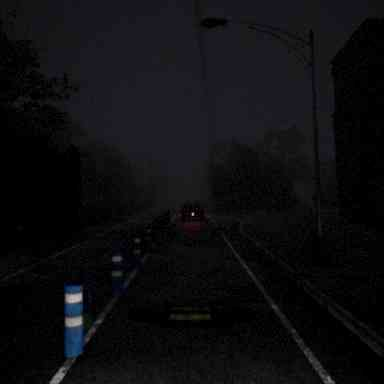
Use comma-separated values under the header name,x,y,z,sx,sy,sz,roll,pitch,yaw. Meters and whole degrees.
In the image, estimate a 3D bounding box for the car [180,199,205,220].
name,x,y,z,sx,sy,sz,roll,pitch,yaw
car,0.073,1.530,28.562,1.837,1.490,4.892,-1,-1,0

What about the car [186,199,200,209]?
name,x,y,z,sx,sy,sz,roll,pitch,yaw
car,0.100,1.689,47.132,1.895,1.301,4.718,0,0,0
